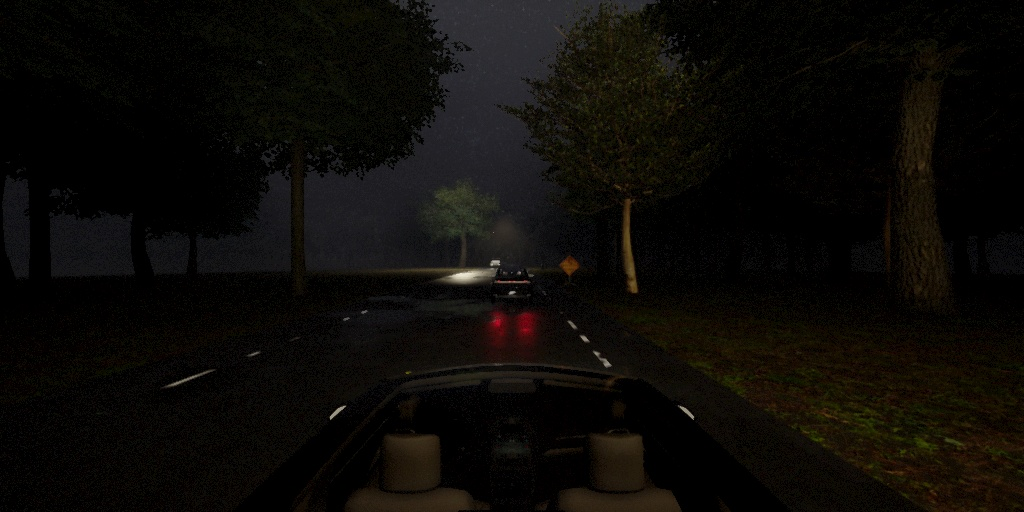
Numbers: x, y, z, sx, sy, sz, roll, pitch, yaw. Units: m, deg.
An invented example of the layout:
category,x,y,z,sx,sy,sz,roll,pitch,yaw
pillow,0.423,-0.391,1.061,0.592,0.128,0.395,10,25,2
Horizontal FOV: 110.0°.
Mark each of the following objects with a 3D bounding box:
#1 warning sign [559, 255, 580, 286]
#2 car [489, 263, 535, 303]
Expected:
category,x,y,z,sx,sy,sz,roll,pitch,yaw
warning sign,3.550,0.868,22.193,1.300,1.860,1.060,0,0,0
car,0.000,1.244,16.501,2.128,1.511,4.902,0,0,0
